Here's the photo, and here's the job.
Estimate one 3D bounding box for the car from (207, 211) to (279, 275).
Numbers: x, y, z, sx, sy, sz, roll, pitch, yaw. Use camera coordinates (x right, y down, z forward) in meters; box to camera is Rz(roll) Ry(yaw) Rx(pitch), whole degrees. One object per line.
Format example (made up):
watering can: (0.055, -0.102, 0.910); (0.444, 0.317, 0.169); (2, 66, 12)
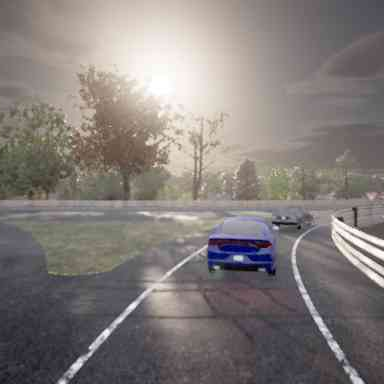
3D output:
car: (1.765, 1.536, 10.839); (1.882, 1.535, 5.008); (0, 0, 14)

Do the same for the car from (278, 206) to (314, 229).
car: (6.945, 1.683, 22.805); (2.033, 1.411, 5.357); (0, 0, 31)
